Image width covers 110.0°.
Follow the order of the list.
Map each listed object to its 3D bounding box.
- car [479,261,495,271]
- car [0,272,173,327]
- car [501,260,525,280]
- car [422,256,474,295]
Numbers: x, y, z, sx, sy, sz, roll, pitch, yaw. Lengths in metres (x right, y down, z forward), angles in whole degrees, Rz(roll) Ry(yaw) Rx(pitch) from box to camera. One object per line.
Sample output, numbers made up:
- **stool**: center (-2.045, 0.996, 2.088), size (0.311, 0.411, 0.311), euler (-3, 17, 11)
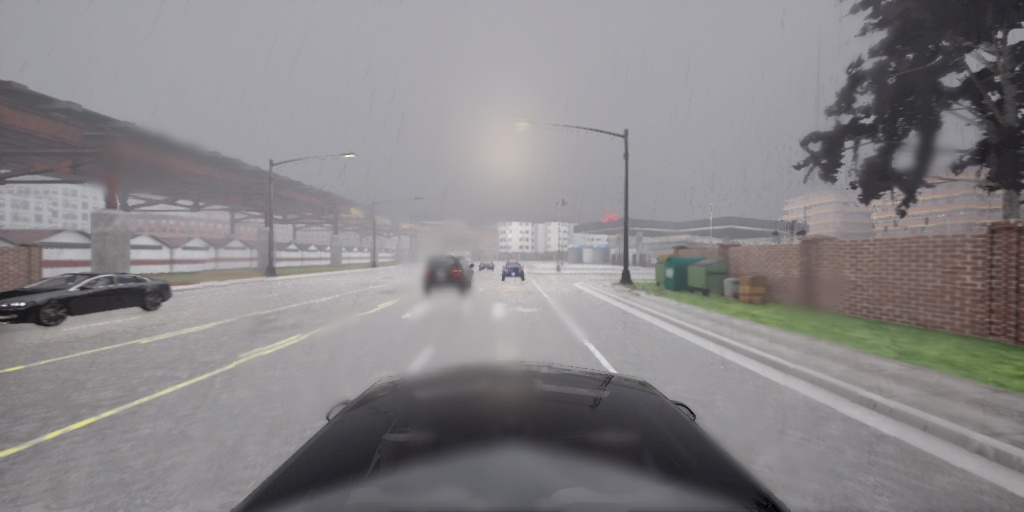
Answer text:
- **car**: center (-3.401, 1.332, 49.554), size (1.895, 1.301, 4.718), euler (0, 0, 0)
- **car**: center (-14.000, 1.300, 11.741), size (2.128, 1.511, 4.902), euler (0, 0, 0)
- **car**: center (0.098, 1.285, 30.714), size (1.812, 1.442, 4.674), euler (0, 0, 0)
- **car**: center (-3.400, 0.997, 19.976), size (2.150, 2.045, 5.566), euler (0, 0, 0)
